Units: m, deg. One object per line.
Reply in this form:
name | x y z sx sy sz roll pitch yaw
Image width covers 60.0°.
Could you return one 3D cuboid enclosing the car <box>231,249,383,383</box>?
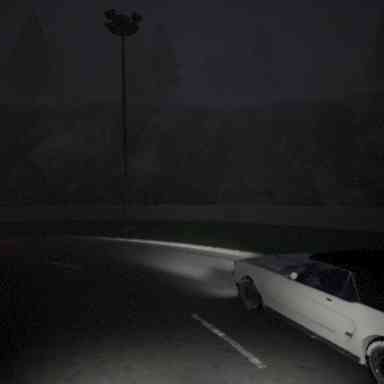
car | 2.418 1.544 5.086 1.895 1.301 4.718 -1 0 -21
